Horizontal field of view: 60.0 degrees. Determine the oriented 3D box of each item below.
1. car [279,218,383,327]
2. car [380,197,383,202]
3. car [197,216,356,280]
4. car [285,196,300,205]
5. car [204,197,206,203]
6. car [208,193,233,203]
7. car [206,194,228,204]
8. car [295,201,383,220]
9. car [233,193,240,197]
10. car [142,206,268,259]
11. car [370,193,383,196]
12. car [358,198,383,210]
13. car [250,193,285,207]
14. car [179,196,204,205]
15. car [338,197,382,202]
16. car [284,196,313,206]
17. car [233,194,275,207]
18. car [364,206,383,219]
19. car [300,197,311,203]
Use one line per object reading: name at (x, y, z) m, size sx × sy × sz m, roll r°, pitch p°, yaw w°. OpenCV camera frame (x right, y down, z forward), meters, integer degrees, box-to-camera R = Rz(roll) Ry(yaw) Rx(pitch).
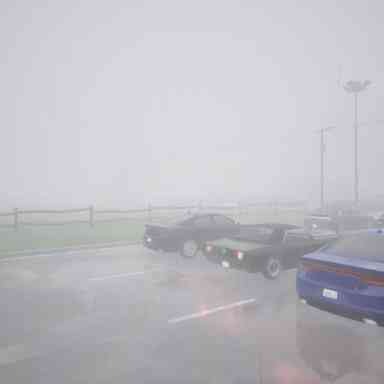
car at (4.223, 1.478, 6.767) m, size 5.008 × 1.535 × 1.882 m, roll 0°, pitch 0°, yaw -36°
car at (20.003, 1.564, 37.945) m, size 1.994 × 1.385 × 4.181 m, roll 0°, pitch 0°, yaw -44°
car at (2.696, 1.601, 9.980) m, size 4.718 × 1.301 × 1.895 m, roll 0°, pitch 0°, yaw -35°
car at (13.462, 1.222, 52.129) m, size 2.150 × 2.045 × 5.566 m, roll 0°, pitch 0°, yaw -36°
car at (0.003, 1.505, 64.659) m, size 1.837 × 1.490 × 4.892 m, roll 0°, pitch 0°, yaw -36°
car at (5.301, 1.222, 69.362) m, size 2.150 × 2.045 × 5.566 m, roll 0°, pitch 0°, yaw -36°
car at (3.940, 1.547, 65.222) m, size 2.033 × 1.411 × 5.357 m, roll 0°, pitch 0°, yaw -36°
car at (8.153, 1.491, 18.205) m, size 4.902 × 1.511 × 2.128 m, roll 0°, pitch 0°, yaw -36°
car at (9.287, 1.225, 69.843) m, size 2.150 × 2.045 × 5.566 m, roll 0°, pitch 0°, yaw -36°
car at (0.560, 1.478, 12.755) m, size 5.008 × 1.535 × 1.882 m, roll 0°, pitch 0°, yaw -36°
car at (27.615, 1.222, 45.625) m, size 5.566 × 2.045 × 2.150 m, roll 0°, pitch 0°, yaw 44°
car at (24.371, 1.564, 43.646) m, size 1.994 × 1.385 × 4.181 m, roll 0°, pitch 0°, yaw -42°
car at (10.622, 1.222, 50.082) m, size 2.150 × 2.045 × 5.566 m, roll 0°, pitch 0°, yaw -36°
car at (-0.526, 1.526, 59.406) m, size 1.812 × 1.442 × 4.674 m, roll 0°, pitch 0°, yaw -36°
car at (16.956, 1.547, 35.908) m, size 2.033 × 1.411 × 5.357 m, roll 0°, pitch 0°, yaw -41°
car at (18.324, 1.525, 57.371) m, size 1.812 × 1.442 × 4.674 m, roll 0°, pitch 0°, yaw -36°
car at (8.665, 1.492, 46.830) m, size 2.128 × 1.511 × 4.902 m, roll 0°, pitch 0°, yaw -36°
car at (10.199, 1.505, 15.364) m, size 4.892 × 1.490 × 1.837 m, roll 0°, pitch 0°, yaw -36°
car at (16.639, 1.491, 53.718) m, size 2.128 × 1.511 × 4.902 m, roll 0°, pitch 0°, yaw -36°
